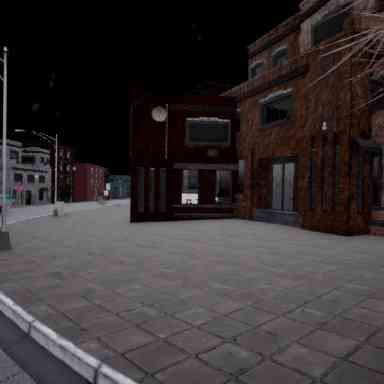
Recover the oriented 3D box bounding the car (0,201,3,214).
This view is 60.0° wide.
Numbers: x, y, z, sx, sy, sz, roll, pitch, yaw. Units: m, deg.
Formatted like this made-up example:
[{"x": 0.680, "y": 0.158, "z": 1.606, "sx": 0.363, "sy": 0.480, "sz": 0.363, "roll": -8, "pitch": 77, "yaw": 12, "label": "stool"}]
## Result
[{"x": -20.312, "y": 1.512, "z": 33.047, "sx": 1.882, "sy": 1.535, "sz": 5.008, "roll": 1, "pitch": 0, "yaw": -4, "label": "car"}]
